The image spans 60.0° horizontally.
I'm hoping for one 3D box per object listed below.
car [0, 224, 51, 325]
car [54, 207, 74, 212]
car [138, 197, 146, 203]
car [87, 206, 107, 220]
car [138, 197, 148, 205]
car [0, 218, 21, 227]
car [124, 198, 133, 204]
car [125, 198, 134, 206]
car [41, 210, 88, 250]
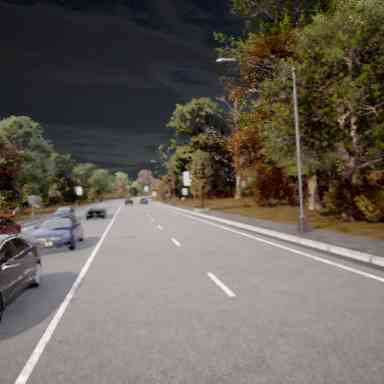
[{"bbox_3d":[-4.640,1.775,7.138,1.837,1.490,4.892,-3,0,-11],"label":"car"},{"bbox_3d":[-13.799,2.329,36.189,1.812,1.442,4.674,-3,0,-11],"label":"car"},{"bbox_3d":[-13.496,2.175,89.591,1.882,1.535,5.008,-3,0,-11],"label":"car"},{"bbox_3d":[-10.019,2.183,34.991,1.895,1.301,4.718,-3,0,-11],"label":"car"},{"bbox_3d":[-11.497,2.178,79.374,2.128,1.511,4.902,-3,0,-11],"label":"car"},{"bbox_3d":[-10.017,2.062,16.458,1.882,1.535,5.008,-3,0,-11],"label":"car"},{"bbox_3d":[-16.923,2.434,88.926,2.128,1.511,4.902,-3,0,-11],"label":"car"},{"bbox_3d":[-14.928,2.354,78.703,1.837,1.490,4.892,-3,0,-11],"label":"car"},{"bbox_3d":[-6.360,1.896,15.973,1.812,1.442,4.674,-3,0,-11],"label":"car"}]
